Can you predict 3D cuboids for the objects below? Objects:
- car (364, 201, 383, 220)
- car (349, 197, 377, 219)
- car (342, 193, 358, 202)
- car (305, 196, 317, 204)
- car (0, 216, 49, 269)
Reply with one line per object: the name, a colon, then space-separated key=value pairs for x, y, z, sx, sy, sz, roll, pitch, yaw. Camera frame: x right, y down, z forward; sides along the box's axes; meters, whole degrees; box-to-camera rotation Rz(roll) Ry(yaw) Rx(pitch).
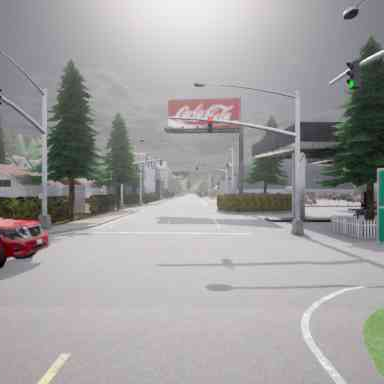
car: x=18.705 y=1.671 z=30.609 sx=4.611 sy=1.667 sz=2.242 roll=0 pitch=0 yaw=0
car: x=14.376 y=1.504 z=24.940 sx=3.866 sy=1.878 sz=1.905 roll=0 pitch=0 yaw=0
car: x=34.931 y=1.489 z=71.791 sx=2.007 sy=1.523 sz=4.514 roll=0 pitch=0 yaw=0
car: x=22.524 y=1.552 z=64.004 sx=1.970 sy=1.475 sz=3.806 roll=0 pitch=0 yaw=0
car: x=-7.577 y=1.346 z=10.508 sx=5.566 sy=2.045 sz=2.150 roll=-3 pitch=0 yaw=1
